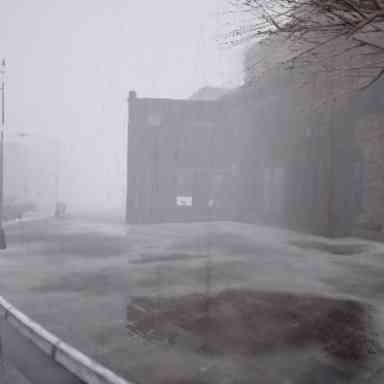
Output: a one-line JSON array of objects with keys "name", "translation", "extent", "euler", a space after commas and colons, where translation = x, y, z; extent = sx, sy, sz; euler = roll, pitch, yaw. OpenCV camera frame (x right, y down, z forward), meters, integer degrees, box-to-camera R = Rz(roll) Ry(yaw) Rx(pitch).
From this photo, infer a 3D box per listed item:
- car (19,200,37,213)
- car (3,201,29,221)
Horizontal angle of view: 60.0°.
[{"name": "car", "translation": [-20.604, 1.756, 40.148], "extent": [1.882, 1.535, 5.008], "euler": [1, -1, 0]}, {"name": "car", "translation": [-16.278, 1.771, 28.921], "extent": [1.994, 1.385, 4.181], "euler": [1, -1, -7]}]
